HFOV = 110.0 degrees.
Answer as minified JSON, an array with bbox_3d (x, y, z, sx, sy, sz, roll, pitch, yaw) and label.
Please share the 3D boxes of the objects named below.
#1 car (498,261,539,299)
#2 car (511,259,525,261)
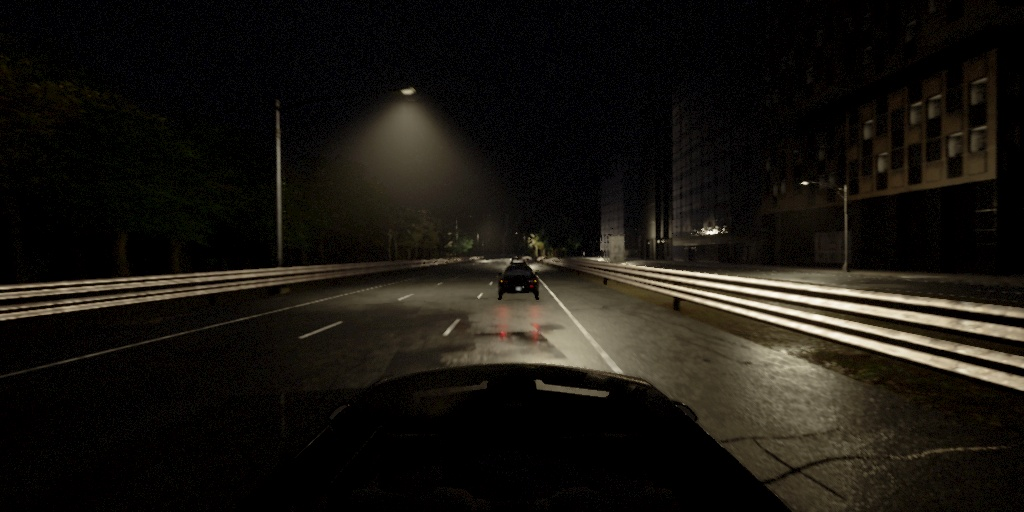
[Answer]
[{"bbox_3d":[0.309,1.160,17.160,1.812,1.442,4.674,-1,0,1],"label":"car"},{"bbox_3d":[0.566,1.024,34.721,2.128,1.511,4.902,-1,0,1],"label":"car"}]
